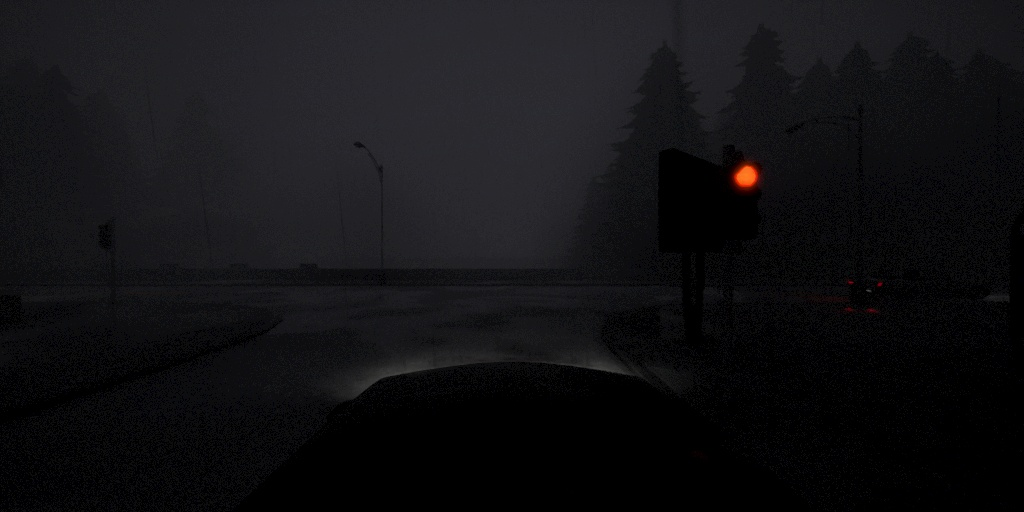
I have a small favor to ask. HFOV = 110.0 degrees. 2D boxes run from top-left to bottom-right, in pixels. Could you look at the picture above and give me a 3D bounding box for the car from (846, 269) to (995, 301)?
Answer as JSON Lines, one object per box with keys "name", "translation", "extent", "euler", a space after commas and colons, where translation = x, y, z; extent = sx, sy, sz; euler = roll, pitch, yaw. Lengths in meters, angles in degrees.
{"name": "car", "translation": [17.862, 1.234, 15.803], "extent": [4.718, 1.301, 1.895], "euler": [0, 0, 0]}
